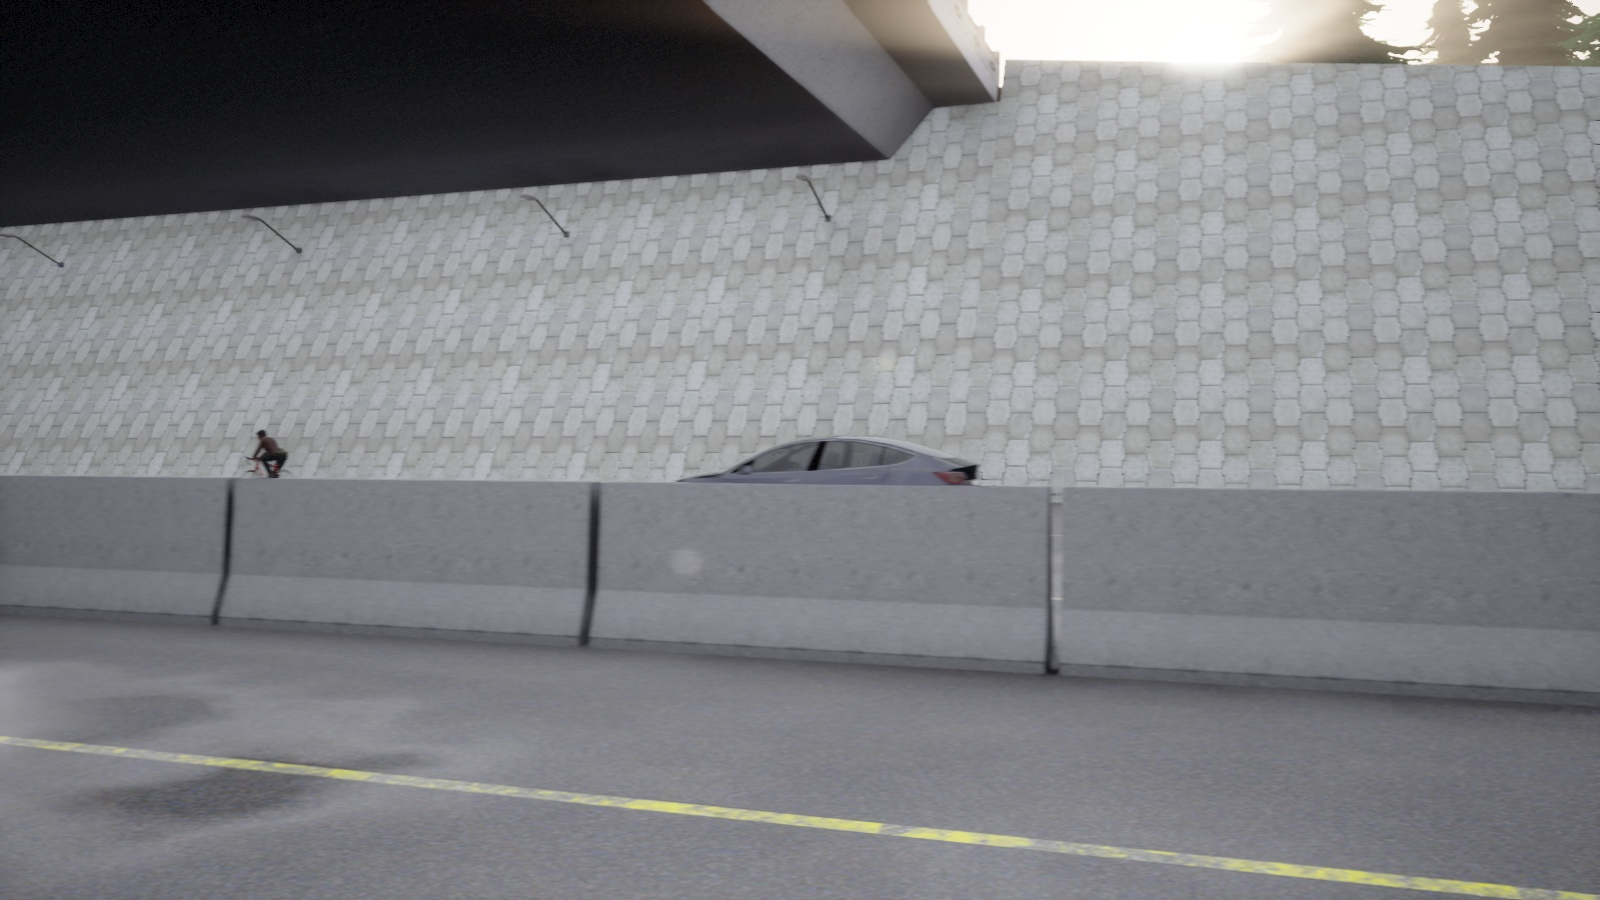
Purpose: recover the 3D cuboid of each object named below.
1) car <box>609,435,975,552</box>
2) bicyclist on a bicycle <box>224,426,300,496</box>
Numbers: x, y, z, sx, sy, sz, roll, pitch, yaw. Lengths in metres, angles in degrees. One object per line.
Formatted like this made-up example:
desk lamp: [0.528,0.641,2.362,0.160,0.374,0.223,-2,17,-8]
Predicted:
car: [-0.084,0.538,17.991,4.792,1.488,2.163,1,1,19]
bicyclist on a bicycle: [-12.683,0.257,29.614,1.656,1.620,0.582,0,1,19]
